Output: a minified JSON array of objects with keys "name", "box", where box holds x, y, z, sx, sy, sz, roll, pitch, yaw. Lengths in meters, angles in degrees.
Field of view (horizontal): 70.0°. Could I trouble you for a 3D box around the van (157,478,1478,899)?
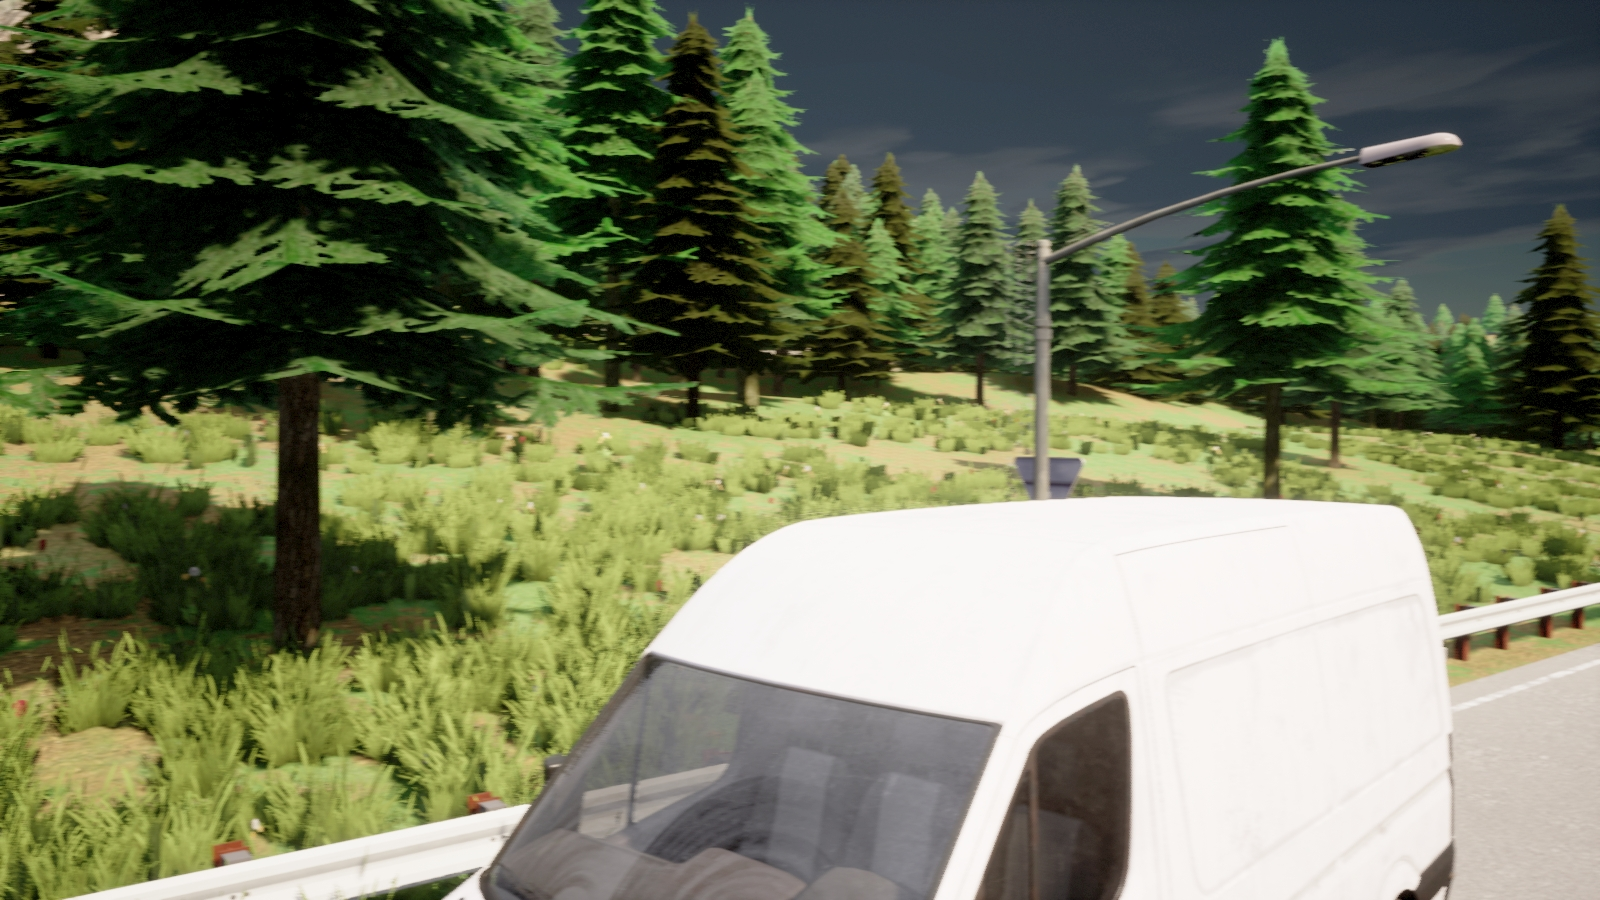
[{"name":"van","box":[0.903,1.468,4.752,1.988,2.561,5.915,0,0,44]}]
